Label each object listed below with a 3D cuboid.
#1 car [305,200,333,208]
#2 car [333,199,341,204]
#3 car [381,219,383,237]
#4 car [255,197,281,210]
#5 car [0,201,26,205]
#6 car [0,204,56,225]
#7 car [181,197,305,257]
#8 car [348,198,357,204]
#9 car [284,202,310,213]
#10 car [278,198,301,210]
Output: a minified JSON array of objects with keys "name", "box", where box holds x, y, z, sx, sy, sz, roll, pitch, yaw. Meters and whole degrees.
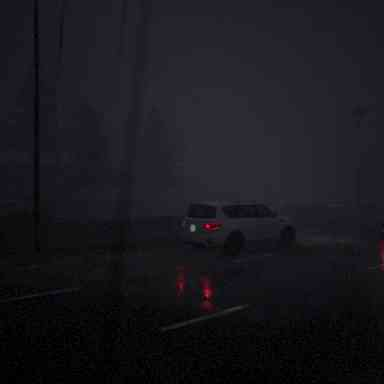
[{"name":"car","box":[16.047,1.948,42.719,1.837,1.490,4.892,-1,-1,40]},{"name":"car","box":[35.117,2.339,80.872,1.895,1.301,4.718,-1,-1,24]},{"name":"car","box":[11.589,1.628,17.486,4.902,1.511,2.128,0,-1,-43]},{"name":"car","box":[12.735,1.871,55.385,2.150,2.045,5.566,-1,-1,37]},{"name":"car","box":[-16.166,1.754,26.922,5.566,2.045,2.150,0,-1,-36]},{"name":"car","box":[-12.934,1.954,24.977,5.008,1.535,1.882,0,-1,-37]},{"name":"car","box":[2.114,1.401,14.029,5.566,2.045,2.150,0,-1,-39]},{"name":"car","box":[37.679,2.122,77.955,1.837,1.490,4.892,-1,-1,24]},{"name":"car","box":[14.792,2.074,46.690,1.994,1.385,4.181,-1,-1,40]},{"name":"car","box":[15.843,1.950,53.755,2.097,1.767,4.553,-1,-1,37]}]
